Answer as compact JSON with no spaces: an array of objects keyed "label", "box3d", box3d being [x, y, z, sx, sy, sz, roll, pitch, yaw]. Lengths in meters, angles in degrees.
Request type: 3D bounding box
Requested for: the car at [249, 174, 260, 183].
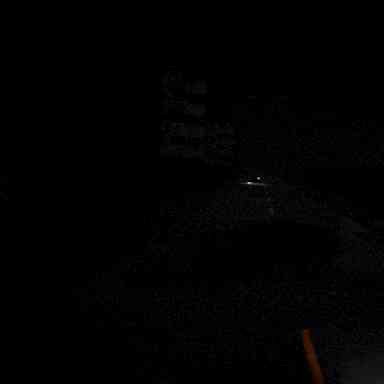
[{"label":"car","box3d":[12.804,-2.769,67.671,2.097,1.767,4.553,4,4,12]}]
